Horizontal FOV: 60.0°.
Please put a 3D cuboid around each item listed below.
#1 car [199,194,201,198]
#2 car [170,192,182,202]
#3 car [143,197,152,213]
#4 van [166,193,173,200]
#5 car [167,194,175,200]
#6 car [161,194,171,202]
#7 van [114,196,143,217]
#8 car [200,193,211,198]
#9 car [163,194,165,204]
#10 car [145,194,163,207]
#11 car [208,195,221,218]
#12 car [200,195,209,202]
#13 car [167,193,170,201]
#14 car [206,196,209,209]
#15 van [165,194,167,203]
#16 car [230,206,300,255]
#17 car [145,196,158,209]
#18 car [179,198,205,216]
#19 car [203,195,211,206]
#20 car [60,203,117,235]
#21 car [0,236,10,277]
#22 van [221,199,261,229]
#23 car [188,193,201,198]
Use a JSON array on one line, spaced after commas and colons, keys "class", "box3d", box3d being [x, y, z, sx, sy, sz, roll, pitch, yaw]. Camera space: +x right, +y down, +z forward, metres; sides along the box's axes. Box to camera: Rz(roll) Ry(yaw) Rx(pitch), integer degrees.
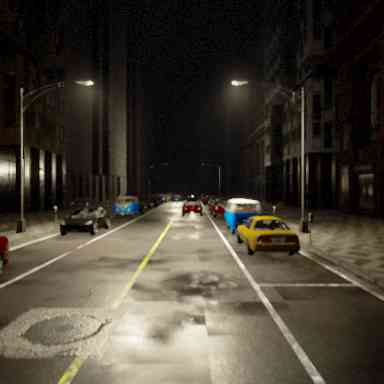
[{"class": "car", "box3d": [2.766, 1.439, 57.887, 1.947, 1.339, 4.313, 0, 0, 0]}, {"class": "car", "box3d": [-2.994, 1.369, 68.218, 2.128, 1.511, 4.902, 0, 0, 0]}, {"class": "car", "box3d": [-5.762, 1.486, 35.331, 1.947, 1.339, 4.313, 0, 0, 0]}, {"class": "van", "box3d": [-5.757, 1.154, 86.061, 1.690, 1.788, 3.998, 0, 0, 0]}, {"class": "car", "box3d": [-5.756, 1.328, 91.528, 1.752, 1.417, 4.829, 0, 0, 0]}, {"class": "car", "box3d": [-5.758, 1.277, 74.788, 1.967, 1.590, 4.097, 0, 0, 0]}, {"class": "van", "box3d": [-5.763, 1.274, 29.694, 1.690, 1.788, 3.998, 0, 0, 0]}, {"class": "car", "box3d": [2.765, 1.325, 52.250, 1.967, 1.590, 4.097, 0, 0, 0]}, {"class": "car", "box3d": [-5.760, 1.429, 52.242, 1.887, 1.381, 4.507, 0, 0, 0]}, {"class": "car", "box3d": [-5.761, 1.211, 46.604, 2.192, 1.841, 5.009, 0, 0, 0]}, {"class": "car", "box3d": [2.762, 1.373, 29.705, 1.967, 1.590, 4.097, 0, 0, 0]}, {"class": "car", "box3d": [2.767, 1.403, 74.796, 1.947, 1.339, 4.313, 0, 0, 0]}, {"class": "car", "box3d": [-5.759, 1.301, 63.515, 1.967, 1.590, 4.097, 0, 0, 0]}, {"class": "car", "box3d": [2.763, 1.446, 35.512, 1.752, 1.417, 4.829, 0, 0, 0]}, {"class": "van", "box3d": [-5.760, 1.213, 57.878, 1.690, 1.788, 3.998, 0, 0, 0]}, {"class": "car", "box3d": [2.761, 1.495, 12.967, 1.752, 1.417, 4.829, 0, 0, 0]}, {"class": "car", "box3d": [-5.761, 1.474, 40.968, 1.947, 1.339, 4.313, 0, 0, 0]}, {"class": "car", "box3d": [0.043, 1.530, 31.699, 1.895, 1.301, 4.718, 0, 0, 1]}, {"class": "car", "box3d": [2.764, 1.459, 40.978, 2.008, 1.369, 4.403, 0, 0, 0]}, {"class": "car", "box3d": [-5.763, 1.523, 18.421, 1.947, 1.339, 4.313, 0, 0, 0]}, {"class": "car", "box3d": [-5.764, 1.527, 7.148, 1.887, 1.381, 4.507, 0, 0, 0]}, {"class": "van", "box3d": [2.761, 1.298, 18.432, 1.690, 1.788, 3.998, 0, 0, 0]}, {"class": "car", "box3d": [0.009, 1.364, 58.700, 2.128, 1.511, 4.902, 0, 0, 0]}]
